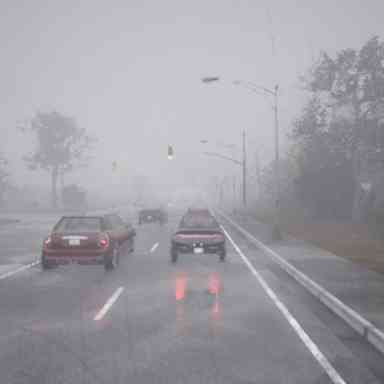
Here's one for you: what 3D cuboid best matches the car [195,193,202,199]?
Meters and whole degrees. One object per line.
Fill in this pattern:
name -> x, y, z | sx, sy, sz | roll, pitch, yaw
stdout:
car -> 1.757, 1.077, 86.814 | 1.812, 1.442, 4.674 | 0, 2, 1

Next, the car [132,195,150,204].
car -> -9.402, 1.858, 59.842 | 2.097, 1.767, 4.553 | 0, 0, 2

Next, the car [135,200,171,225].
car -> -3.004, 1.703, 26.529 | 1.882, 1.535, 5.008 | 0, 0, 1

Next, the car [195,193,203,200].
car -> 1.521, 1.702, 76.394 | 2.033, 1.411, 5.357 | 0, 2, 1

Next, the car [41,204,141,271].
car -> -3.280, 1.449, 11.485 | 2.097, 1.767, 4.553 | 0, -1, 1

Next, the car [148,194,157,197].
car -> -9.008, 1.453, 75.243 | 2.150, 2.045, 5.566 | 0, 2, 1

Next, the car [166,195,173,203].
car -> -5.504, 1.574, 75.380 | 2.097, 1.767, 4.553 | 0, 2, 1

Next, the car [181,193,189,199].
car -> -1.741, 1.147, 86.927 | 1.895, 1.301, 4.718 | 0, 2, 1

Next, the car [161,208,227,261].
car -> 0.234, 1.600, 12.668 | 2.128, 1.511, 4.902 | 0, 0, 1

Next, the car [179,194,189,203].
car -> -1.969, 1.669, 76.889 | 1.812, 1.442, 4.674 | 0, 2, 1

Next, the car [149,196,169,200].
car -> -5.900, 1.998, 59.922 | 2.128, 1.511, 4.902 | 0, 0, 2

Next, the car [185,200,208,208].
car -> 0.499, 1.704, 26.589 | 1.882, 1.535, 5.008 | 0, 0, 1
